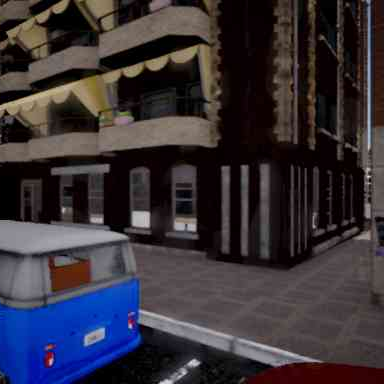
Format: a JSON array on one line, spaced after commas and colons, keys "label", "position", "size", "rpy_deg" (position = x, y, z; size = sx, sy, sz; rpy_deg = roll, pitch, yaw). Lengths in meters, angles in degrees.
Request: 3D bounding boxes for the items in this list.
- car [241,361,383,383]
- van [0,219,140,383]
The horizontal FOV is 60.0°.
[{"label": "car", "position": [2.032, 1.582, 1.424], "size": [4.206, 1.307, 1.802], "rpy_deg": [0, 0, 35]}, {"label": "van", "position": [-2.567, 1.340, 4.703], "size": [3.998, 1.788, 1.690], "rpy_deg": [0, 0, 35]}]
